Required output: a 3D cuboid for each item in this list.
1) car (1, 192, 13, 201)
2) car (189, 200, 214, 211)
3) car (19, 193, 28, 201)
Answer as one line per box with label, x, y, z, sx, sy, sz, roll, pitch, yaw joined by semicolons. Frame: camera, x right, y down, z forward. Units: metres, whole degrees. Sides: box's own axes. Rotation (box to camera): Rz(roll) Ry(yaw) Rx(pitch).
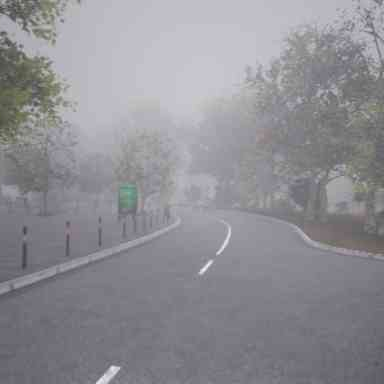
car;-43.185;1.086;77.445;2.097;1.767;4.553;2;-1;-27
car;1.327;1.925;47.958;1.837;1.490;4.892;2;0;-29
car;-40.649;1.298;79.672;1.882;1.535;5.008;2;-1;-25
